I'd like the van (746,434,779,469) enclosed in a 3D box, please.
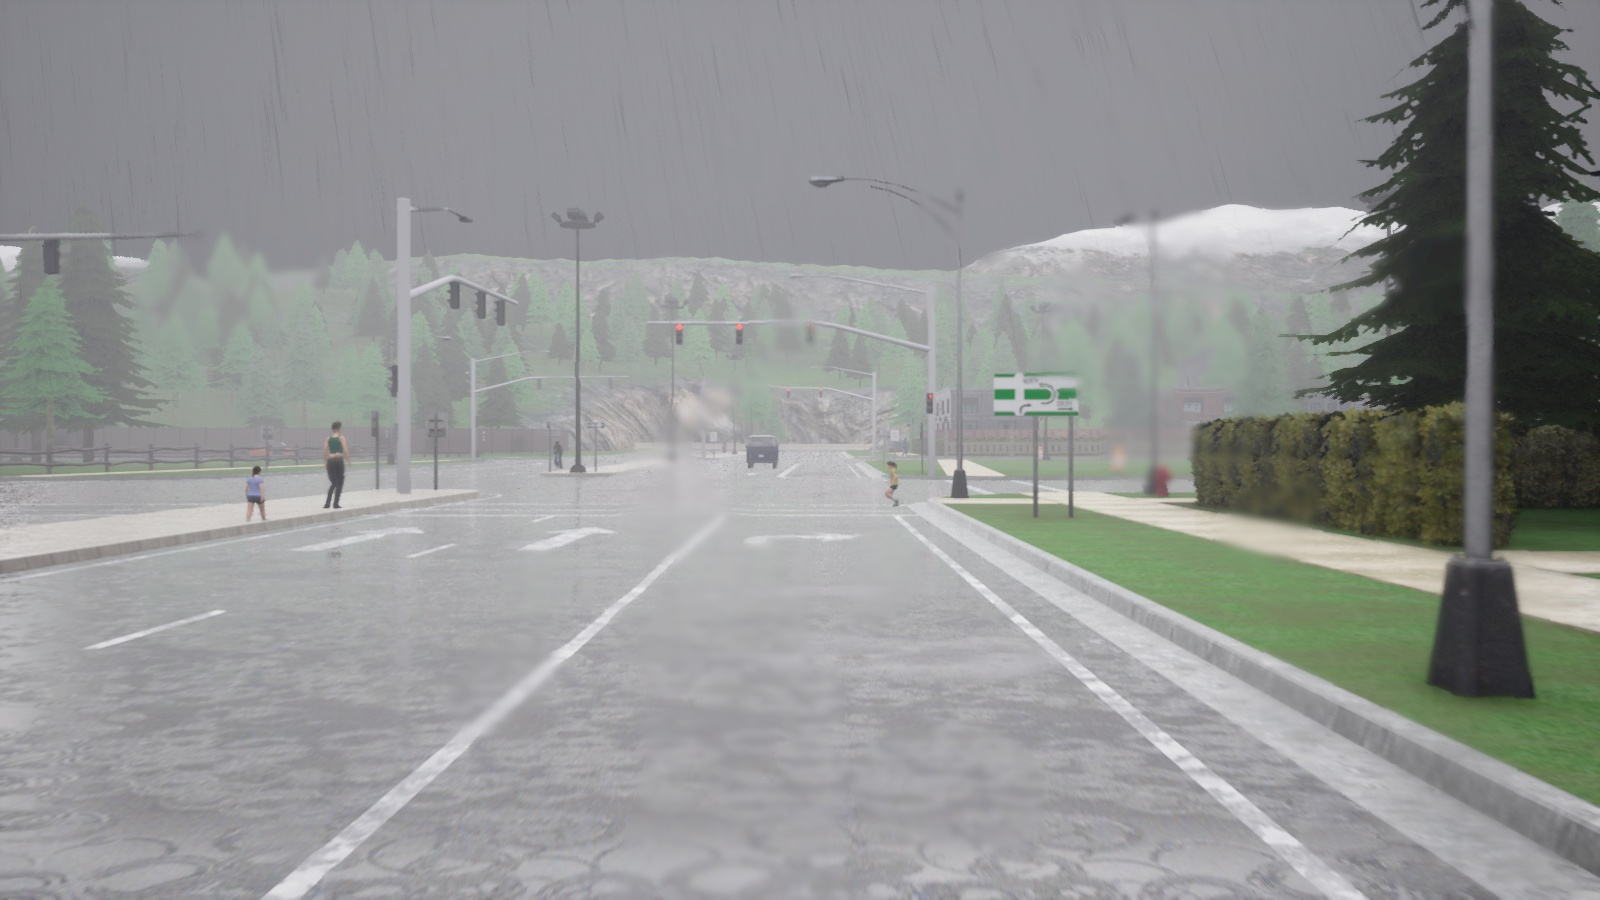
[{"bbox_3d":[-2.209,0.073,75.022,1.775,1.987,4.442,0,0,1],"label":"van"}]

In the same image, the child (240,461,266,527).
[{"bbox_3d":[-9.320,0.750,21.408,0.255,1.110,0.394,0,0,5],"label":"child"}]

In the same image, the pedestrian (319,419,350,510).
[{"bbox_3d":[-9.558,0.292,25.815,0.345,1.836,0.594,0,0,10],"label":"pedestrian"}]

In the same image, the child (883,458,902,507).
[{"bbox_3d":[2.079,0.725,28.174,0.394,1.110,0.255,0,0,0],"label":"child"}]
